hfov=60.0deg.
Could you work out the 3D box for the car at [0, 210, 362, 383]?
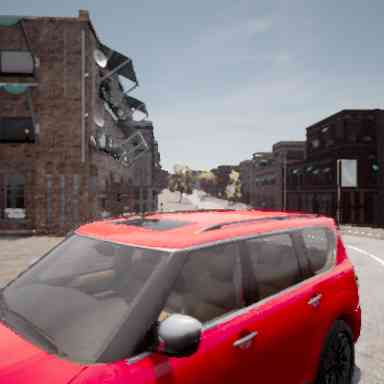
[{"bbox_3d":[-0.262,1.255,3.217,5.566,2.045,2.150,1,0,-44],"label":"car"}]
